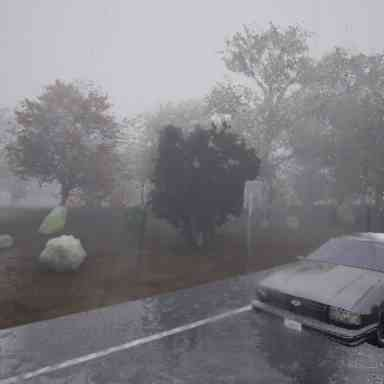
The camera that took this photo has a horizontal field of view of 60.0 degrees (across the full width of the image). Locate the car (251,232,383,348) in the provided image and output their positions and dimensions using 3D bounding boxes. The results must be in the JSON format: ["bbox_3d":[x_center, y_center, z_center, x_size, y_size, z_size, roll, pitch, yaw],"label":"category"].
[{"bbox_3d":[3.543,1.555,6.555,5.357,1.411,2.033,0,0,-39],"label":"car"}]
